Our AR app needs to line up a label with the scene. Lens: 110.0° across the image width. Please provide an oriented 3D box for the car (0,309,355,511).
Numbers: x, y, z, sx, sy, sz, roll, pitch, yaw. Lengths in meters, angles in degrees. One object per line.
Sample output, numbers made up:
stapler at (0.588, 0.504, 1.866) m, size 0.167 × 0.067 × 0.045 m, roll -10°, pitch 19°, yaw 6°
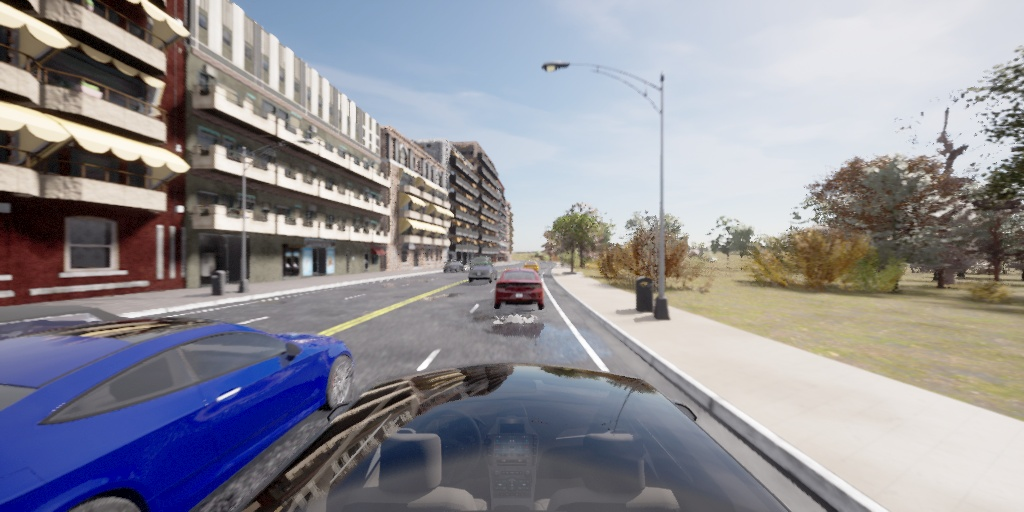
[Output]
car at (-3.118, 1.272, 3.129) m, size 1.812 × 1.442 × 4.674 m, roll 0°, pitch 0°, yaw 0°

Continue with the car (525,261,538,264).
car at (2.573, 1.416, 46.904) m, size 1.882 × 1.535 × 5.008 m, roll 0°, pitch 0°, yaw 6°

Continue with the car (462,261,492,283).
car at (-2.263, 1.380, 28.858) m, size 2.033 × 1.411 × 5.357 m, roll 0°, pitch 0°, yaw 4°

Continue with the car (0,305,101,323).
car at (-6.572, 1.341, 4.248) m, size 1.895 × 1.301 × 4.718 m, roll 0°, pitch 0°, yaw 0°

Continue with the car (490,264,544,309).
car at (0.339, 1.268, 15.362) m, size 1.882 × 1.535 × 5.008 m, roll 0°, pitch 0°, yaw 2°

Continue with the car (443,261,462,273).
car at (-7.459, 1.425, 46.159) m, size 1.812 × 1.442 × 4.674 m, roll 0°, pitch -1°, yaw 6°

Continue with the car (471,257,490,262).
car at (-4.083, 1.140, 47.192) m, size 2.150 × 2.045 × 5.566 m, roll 0°, pitch 0°, yaw 6°
